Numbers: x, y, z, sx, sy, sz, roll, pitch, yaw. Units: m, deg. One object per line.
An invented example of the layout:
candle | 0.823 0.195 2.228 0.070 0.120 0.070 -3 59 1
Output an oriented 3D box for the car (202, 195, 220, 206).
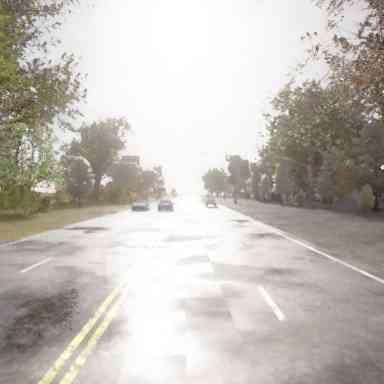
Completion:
car | 3.298 1.684 58.472 2.033 1.411 5.357 0 0 0

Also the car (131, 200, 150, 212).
car | -6.516 1.734 42.869 2.033 1.411 5.357 0 0 0

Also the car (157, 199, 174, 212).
car | -3.277 1.689 41.871 1.837 1.490 4.892 0 -1 0

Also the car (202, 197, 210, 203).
car | 3.367 1.917 81.774 1.895 1.301 4.718 0 0 0
